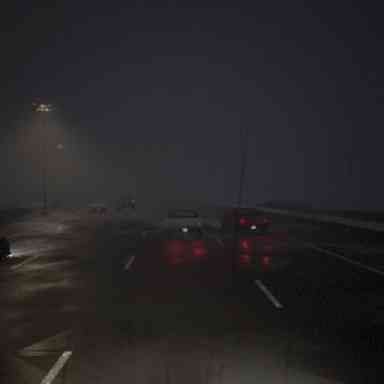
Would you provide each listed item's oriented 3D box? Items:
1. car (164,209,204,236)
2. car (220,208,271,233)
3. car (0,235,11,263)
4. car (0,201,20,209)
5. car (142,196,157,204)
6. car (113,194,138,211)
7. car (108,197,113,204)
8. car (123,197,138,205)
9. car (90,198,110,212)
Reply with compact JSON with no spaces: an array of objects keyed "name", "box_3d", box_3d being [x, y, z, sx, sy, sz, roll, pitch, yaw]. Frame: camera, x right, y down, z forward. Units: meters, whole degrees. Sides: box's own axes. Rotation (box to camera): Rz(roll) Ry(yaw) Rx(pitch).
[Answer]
[{"name":"car","box_3d":[-0.599,1.607,18.694,1.895,1.301,4.718,-1,0,-7]},{"name":"car","box_3d":[2.931,1.559,19.526,1.895,1.301,4.718,-1,0,-7]},{"name":"car","box_3d":[-7.128,1.657,9.719,1.994,1.385,4.181,-1,0,-4]},{"name":"car","box_3d":[-23.314,1.867,42.407,1.994,1.385,4.181,-1,0,-15]},{"name":"car","box_3d":[-8.216,1.591,64.162,2.128,1.511,4.902,-1,0,-22]},{"name":"car","box_3d":[-8.538,1.327,42.605,2.150,2.045,5.566,0,0,-16]},{"name":"car","box_3d":[-15.335,1.699,63.044,1.837,1.490,4.892,0,-1,-22]},{"name":"car","box_3d":[-11.754,1.674,63.427,1.812,1.442,4.674,-1,0,-22]},{"name":"car","box_3d":[-11.505,1.748,41.060,1.895,1.301,4.718,-1,0,-15]}]
